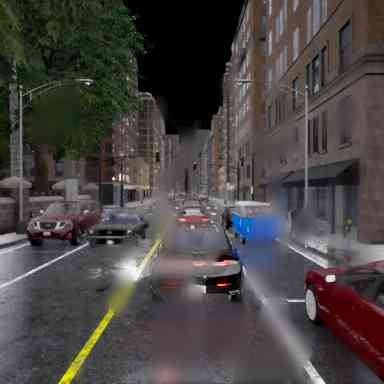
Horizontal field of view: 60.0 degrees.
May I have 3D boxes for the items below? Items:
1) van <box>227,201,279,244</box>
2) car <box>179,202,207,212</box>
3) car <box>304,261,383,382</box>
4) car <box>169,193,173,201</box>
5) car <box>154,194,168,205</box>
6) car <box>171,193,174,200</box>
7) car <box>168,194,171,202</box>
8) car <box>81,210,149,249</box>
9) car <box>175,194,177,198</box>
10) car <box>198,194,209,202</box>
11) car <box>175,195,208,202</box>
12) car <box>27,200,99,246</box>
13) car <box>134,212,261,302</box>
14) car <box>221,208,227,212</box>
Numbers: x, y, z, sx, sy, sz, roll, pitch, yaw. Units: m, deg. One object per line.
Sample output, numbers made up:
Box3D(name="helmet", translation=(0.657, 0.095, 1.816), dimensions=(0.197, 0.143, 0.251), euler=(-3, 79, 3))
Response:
Box3D(name="van", translation=(2.851, 1.336, 15.557), dimensions=(1.690, 1.788, 3.998), euler=(0, 0, 0))
Box3D(name="car", translation=(0.098, 1.519, 18.507), dimensions=(1.812, 1.442, 4.674), euler=(0, 0, 0))
Box3D(name="car", translation=(2.854, 1.544, 4.236), dimensions=(1.887, 1.381, 4.507), euler=(0, 0, 0))
Box3D(name="car", translation=(-5.690, 1.493, 70.105), dimensions=(1.887, 1.381, 4.507), euler=(0, 0, 0))
Box3D(name="car", translation=(-5.687, 1.480, 59.033), dimensions=(1.752, 1.417, 4.829), euler=(0, 0, 0))
Box3D(name="car", translation=(-5.692, 1.491, 75.555), dimensions=(1.887, 1.381, 4.507), euler=(0, 0, 0))
Box3D(name="car", translation=(-5.688, 1.502, 64.653), dimensions=(2.008, 1.369, 4.403), euler=(0, 0, 0))
Box3D(name="car", translation=(-3.083, 1.596, 14.758), dimensions=(1.895, 1.301, 4.718), euler=(0, 0, 0))
Box3D(name="car", translation=(-5.695, 1.496, 86.457), dimensions=(2.008, 1.369, 4.403), euler=(0, 0, 0))
Box3D(name="car", translation=(2.833, 1.387, 75.594), dimensions=(1.967, 1.590, 4.097), euler=(0, 0, 0))
Box3D(name="car", translation=(0.040, 1.338, 27.465), dimensions=(2.097, 1.767, 4.553), euler=(0, 0, 2))
Box3D(name="car", translation=(-5.674, 1.310, 15.514), dimensions=(2.192, 1.841, 5.009), euler=(0, 0, 0))
Box3D(name="car", translation=(0.098, 1.490, 8.245), dimensions=(2.128, 1.511, 4.902), euler=(0, 0, 0))
Box3D(name="car", translation=(2.850, 1.557, 21.217), dimensions=(1.947, 1.339, 4.313), euler=(0, 0, 0))
